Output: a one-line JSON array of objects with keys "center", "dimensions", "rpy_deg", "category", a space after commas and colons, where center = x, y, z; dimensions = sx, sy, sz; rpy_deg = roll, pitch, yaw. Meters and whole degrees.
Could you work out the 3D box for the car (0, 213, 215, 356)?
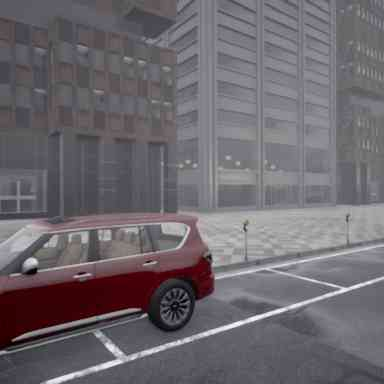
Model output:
[{"center": [-1.912, 1.313, 5.287], "dimensions": [5.009, 1.841, 2.192], "rpy_deg": [0, 0, -35], "category": "car"}]
